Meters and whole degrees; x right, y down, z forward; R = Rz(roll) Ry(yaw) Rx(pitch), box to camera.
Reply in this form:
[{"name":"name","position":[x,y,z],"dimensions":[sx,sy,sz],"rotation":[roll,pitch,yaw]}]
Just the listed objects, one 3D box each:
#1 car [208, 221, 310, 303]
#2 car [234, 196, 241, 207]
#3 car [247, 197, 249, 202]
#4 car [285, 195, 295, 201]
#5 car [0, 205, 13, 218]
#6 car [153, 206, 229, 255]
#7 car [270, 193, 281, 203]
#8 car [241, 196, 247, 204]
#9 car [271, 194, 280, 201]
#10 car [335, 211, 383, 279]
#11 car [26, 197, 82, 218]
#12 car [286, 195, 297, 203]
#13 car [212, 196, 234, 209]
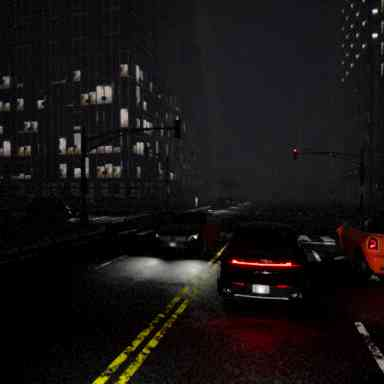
[{"name":"car","position":[1.839,1.500,8.342],"dimensions":[1.837,1.490,4.892],"rotation":[0,0,14]},{"name":"car","position":[6.132,1.467,51.846],"dimensions":[1.837,1.490,4.892],"rotation":[0,0,14]},{"name":"car","position":[10.993,1.491,70.504],"dimensions":[1.994,1.385,4.181],"rotation":[0,0,14]},{"name":"car","position":[23.364,1.459,79.544],"dimensions":[2.033,1.411,5.357],"rotation":[0,0,14]},{"name":"car","position":[-16.809,1.433,27.175],"dimensions":[4.313,1.339,1.947],"rotation":[1,1,15]},{"name":"car","position":[0.026,1.517,13.582],"dimensions":[1.812,1.442,4.674],"rotation":[0,0,17]},{"name":"car","position":[17.646,1.152,70.284],"dimensions":[2.150,2.045,5.566],"rotation":[0,0,14]},{"name":"car","position":[8.454,1.477,60.844],"dimensions":[1.812,1.442,4.674],"rotation":[0,0,15]},{"name":"car","position":[20.214,1.230,80.349],"dimensions":[1.882,1.535,5.008],"rotation":[0,0,14]},{"name":"car","position":[5.707,1.346,9.950],"dimensions":[2.097,1.767,4.553],"rotation":[0,0,14]},{"name":"car","position":[-11.808,1.215,28.622],"dimensions":[4.553,1.767,2.097],"rotation":[1,1,15]},{"name":"car","position":[20.815,1.458,69.539],"dimensions":[2.128,1.511,4.902],"rotation":[0,0,14]},{"name":"car","position":[3.843,1.498,42.864],"dimensions":[1.812,1.442,4.674],"rotation":[0,0,14]}]
